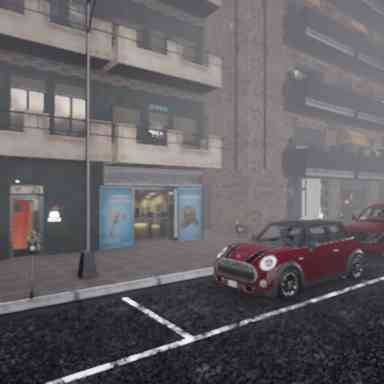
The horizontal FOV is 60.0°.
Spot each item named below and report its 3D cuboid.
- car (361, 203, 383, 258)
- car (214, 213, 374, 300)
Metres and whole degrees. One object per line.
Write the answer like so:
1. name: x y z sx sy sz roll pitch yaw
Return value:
1. car: 7.066 1.338 11.684 5.009 1.841 2.192 0 0 -36
2. car: 2.497 1.463 8.384 4.097 1.590 1.967 0 0 -36
